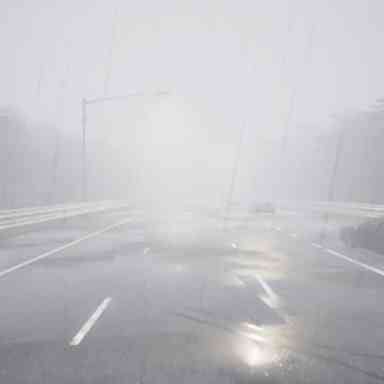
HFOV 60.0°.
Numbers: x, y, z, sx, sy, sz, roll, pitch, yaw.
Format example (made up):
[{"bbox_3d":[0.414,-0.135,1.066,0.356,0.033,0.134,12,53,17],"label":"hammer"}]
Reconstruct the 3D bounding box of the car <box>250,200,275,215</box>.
[{"bbox_3d":[7.029,1.498,33.539,2.128,1.511,4.902,0,0,0],"label":"car"}]

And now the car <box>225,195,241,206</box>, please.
[{"bbox_3d":[7.109,1.672,56.057,1.994,1.385,4.181,0,0,0],"label":"car"}]

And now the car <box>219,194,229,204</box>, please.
[{"bbox_3d":[7.213,1.508,74.073,2.150,2.045,5.566,0,-1,0],"label":"car"}]

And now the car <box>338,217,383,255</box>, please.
[{"bbox_3d":[7.064,1.549,11.437,2.033,1.411,5.357,0,0,-1],"label":"car"}]
